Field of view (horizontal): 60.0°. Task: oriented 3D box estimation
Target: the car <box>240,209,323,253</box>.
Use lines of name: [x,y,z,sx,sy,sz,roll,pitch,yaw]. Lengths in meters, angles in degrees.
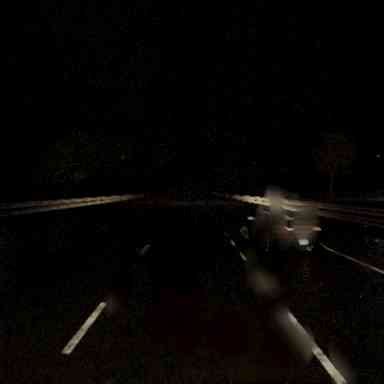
car: [3.405,1.431,13.317,2.128,1.511,4.902,1,0,-6]
